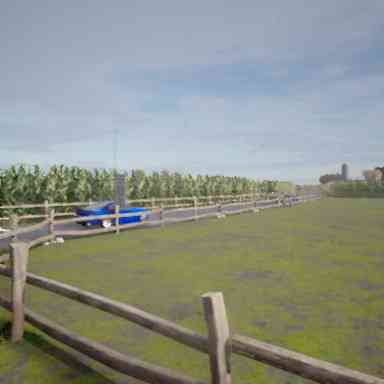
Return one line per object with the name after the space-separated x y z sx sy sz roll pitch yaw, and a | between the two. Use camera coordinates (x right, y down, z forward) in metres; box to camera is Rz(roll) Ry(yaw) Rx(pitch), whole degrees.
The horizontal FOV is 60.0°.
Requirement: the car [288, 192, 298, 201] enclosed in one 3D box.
16.523 0.853 55.504 1.837 1.490 4.892 1 1 28 | car

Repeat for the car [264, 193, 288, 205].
11.602 0.972 46.600 1.837 1.490 4.892 1 1 30 | car

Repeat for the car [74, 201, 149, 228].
-4.735 1.281 20.275 1.882 1.535 5.008 1 1 34 | car
